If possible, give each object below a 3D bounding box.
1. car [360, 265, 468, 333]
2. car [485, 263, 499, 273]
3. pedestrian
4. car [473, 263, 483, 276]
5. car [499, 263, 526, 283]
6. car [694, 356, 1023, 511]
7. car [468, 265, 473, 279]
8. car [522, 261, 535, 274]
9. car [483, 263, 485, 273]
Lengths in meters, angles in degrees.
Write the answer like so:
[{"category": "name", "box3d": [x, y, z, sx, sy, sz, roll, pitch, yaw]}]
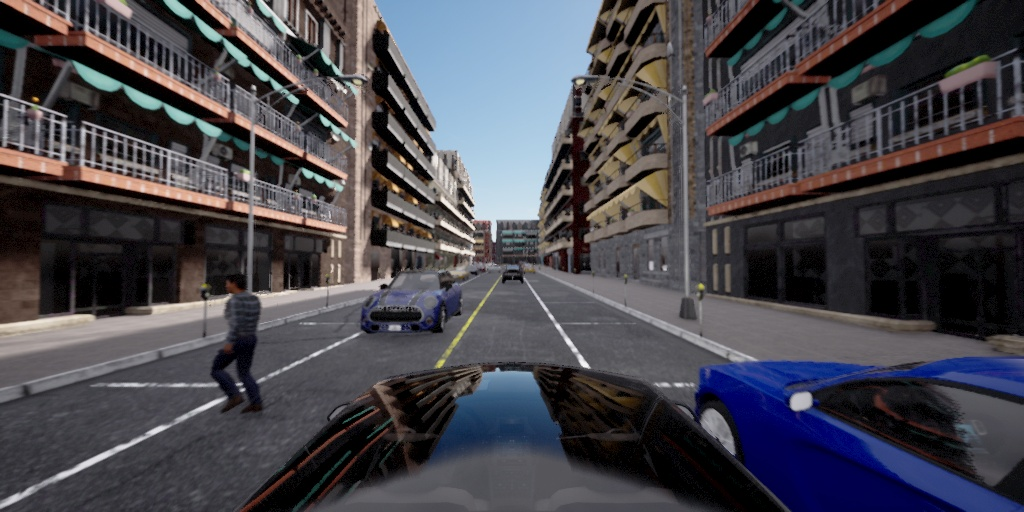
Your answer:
[{"category": "car", "box3d": [-2.843, 1.213, 11.122, 2.097, 1.767, 4.553, 0, -1, 1]}, {"category": "car", "box3d": [-2.778, 2.021, 56.887, 1.895, 1.301, 4.718, 0, -1, 1]}, {"category": "pedestrian", "box3d": [-3.519, 1.078, 4.619, 0.375, 1.860, 0.375, 1, -2, 0]}, {"category": "car", "box3d": [-5.318, 1.864, 47.354, 1.948, 1.339, 4.313, 0, 0, 0]}, {"category": "car", "box3d": [0.090, 1.615, 32.159, 1.837, 1.490, 4.892, 0, -1, 1]}, {"category": "car", "box3d": [2.750, 1.227, 1.602, 1.882, 1.535, 5.008, 0, -1, 0]}, {"category": "car", "box3d": [-5.317, 1.687, 36.058, 1.751, 1.417, 4.829, 0, 0, 0]}, {"category": "car", "box3d": [2.563, 1.895, 53.119, 1.751, 1.417, 4.829, 0, 0, 0]}, {"category": "car", "box3d": [-5.318, 1.881, 58.482, 1.967, 1.591, 4.097, 0, 0, 0]}]
